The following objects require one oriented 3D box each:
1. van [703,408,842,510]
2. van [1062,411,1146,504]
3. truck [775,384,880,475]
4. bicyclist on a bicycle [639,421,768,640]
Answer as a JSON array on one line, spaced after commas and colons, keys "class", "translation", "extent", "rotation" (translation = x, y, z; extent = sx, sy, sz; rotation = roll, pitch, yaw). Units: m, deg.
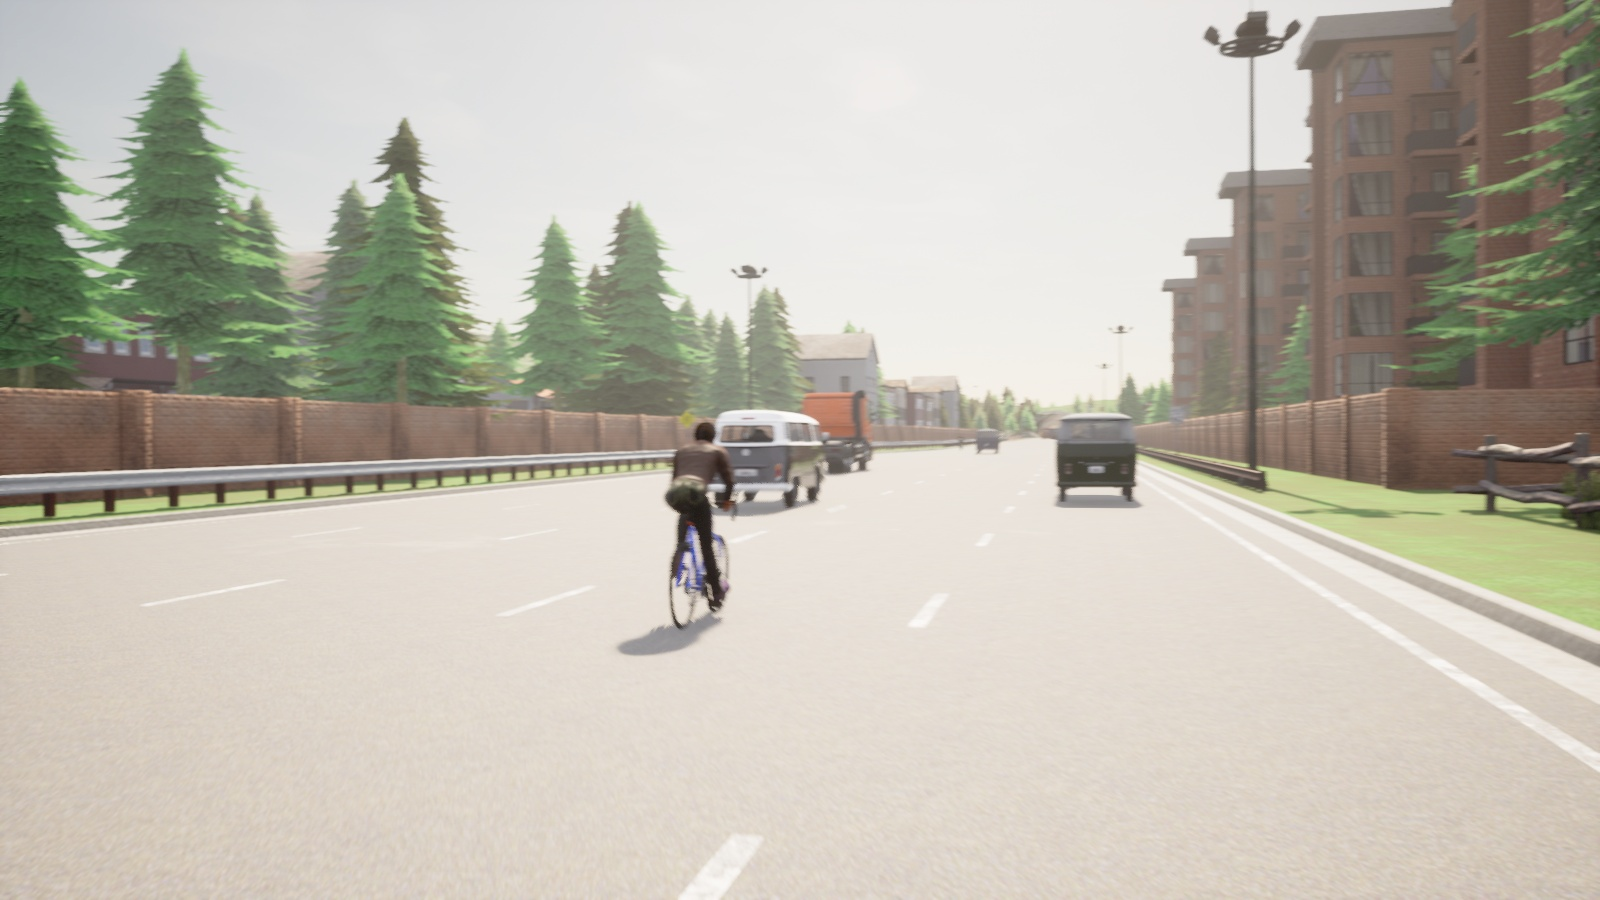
[{"class": "van", "translation": [-0.500, 0.158, 27.625], "extent": [2.069, 2.038, 4.480], "rotation": [0, 1, 12]}, {"class": "van", "translation": [7.045, 0.135, 29.348], "extent": [1.775, 1.987, 4.442], "rotation": [0, 1, 12]}, {"class": "truck", "translation": [1.296, -0.833, 52.190], "extent": [2.891, 3.462, 7.936], "rotation": [0, 1, 12]}, {"class": "bicyclist on a bicycle", "translation": [-0.741, 0.587, 10.152], "extent": [0.582, 1.620, 1.656], "rotation": [0, 0, 12]}]
